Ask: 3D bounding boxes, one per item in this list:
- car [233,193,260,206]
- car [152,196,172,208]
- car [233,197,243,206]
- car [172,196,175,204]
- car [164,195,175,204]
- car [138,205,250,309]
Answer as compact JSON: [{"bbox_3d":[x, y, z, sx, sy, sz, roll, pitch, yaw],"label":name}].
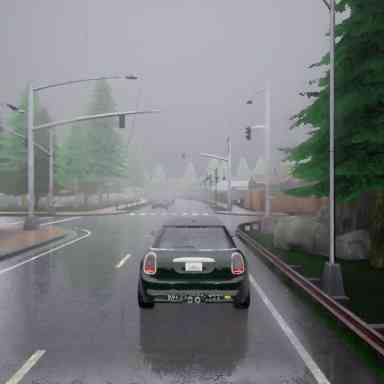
[{"bbox_3d":[8.358,1.146,51.295,3.866,1.878,1.905,0,0,-1],"label":"car"},{"bbox_3d":[-4.115,1.534,43.746,1.994,1.385,4.181,0,0,-1],"label":"car"},{"bbox_3d":[8.776,1.144,48.785,4.605,1.855,1.932,0,0,-1],"label":"car"},{"bbox_3d":[-4.204,1.571,53.601,1.895,1.301,4.718,0,0,0],"label":"car"},{"bbox_3d":[-4.290,1.448,63.780,1.882,1.535,5.008,0,0,0],"label":"car"},{"bbox_3d":[0.051,1.352,8.046,2.097,1.767,4.553,0,0,0],"label":"car"}]
